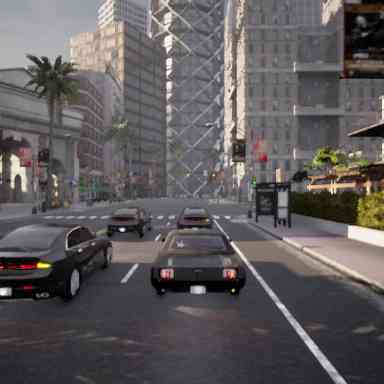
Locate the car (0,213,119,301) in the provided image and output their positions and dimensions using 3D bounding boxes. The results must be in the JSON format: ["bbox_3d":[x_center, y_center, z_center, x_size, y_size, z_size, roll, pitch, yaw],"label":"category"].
[{"bbox_3d":[-3.366,1.526,8.366,1.837,1.490,4.892,0,0,0],"label":"car"}]

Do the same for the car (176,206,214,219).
[{"bbox_3d":[0.149,1.551,18.560,1.837,1.490,4.892,0,0,0],"label":"car"}]

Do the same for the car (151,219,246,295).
[{"bbox_3d":[0.127,1.622,8.704,1.895,1.301,4.718,0,0,0],"label":"car"}]

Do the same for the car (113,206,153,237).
[{"bbox_3d":[-3.350,1.550,18.452,1.837,1.490,4.892,0,0,0],"label":"car"}]
